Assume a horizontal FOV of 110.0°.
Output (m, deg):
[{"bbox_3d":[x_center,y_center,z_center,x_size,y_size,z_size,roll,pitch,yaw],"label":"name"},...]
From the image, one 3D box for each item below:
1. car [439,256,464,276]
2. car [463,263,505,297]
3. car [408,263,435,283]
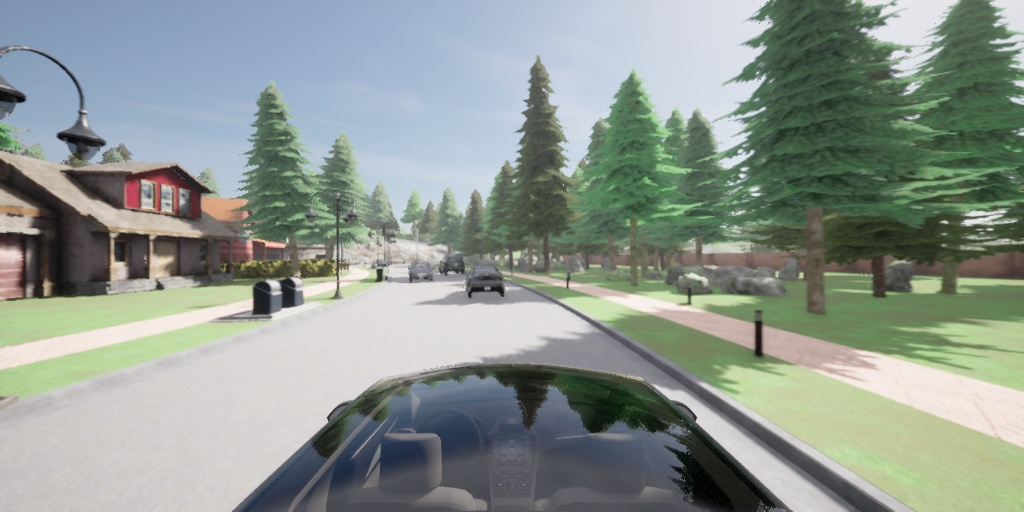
[{"bbox_3d":[-6.627,1.054,39.379,2.150,2.045,5.566,0,0,-19],"label":"car"},{"bbox_3d":[-1.518,1.286,19.259,1.837,1.490,4.892,0,0,-9],"label":"car"},{"bbox_3d":[-7.358,1.313,29.093,2.128,1.511,4.902,0,0,-15],"label":"car"}]
